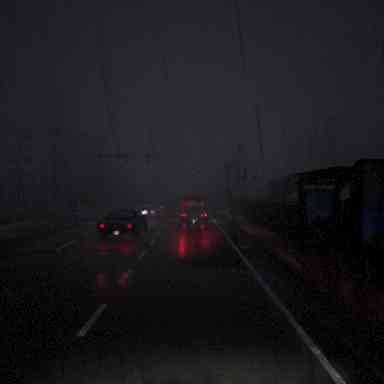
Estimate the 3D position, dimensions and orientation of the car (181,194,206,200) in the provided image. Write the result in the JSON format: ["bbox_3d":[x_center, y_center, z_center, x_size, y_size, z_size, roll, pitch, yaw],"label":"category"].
[{"bbox_3d":[0.109,1.199,31.693,2.150,2.045,5.566,0,0,1],"label":"car"}]

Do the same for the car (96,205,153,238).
[{"bbox_3d":[-3.449,1.589,17.427,1.895,1.301,4.718,0,0,0],"label":"car"}]

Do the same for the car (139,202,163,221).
[{"bbox_3d":[-3.499,1.528,27.008,2.033,1.411,5.357,0,0,0],"label":"car"}]

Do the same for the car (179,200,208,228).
[{"bbox_3d":[0.106,1.510,21.930,1.812,1.442,4.674,0,0,0],"label":"car"}]
